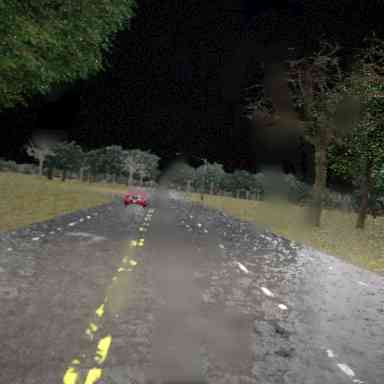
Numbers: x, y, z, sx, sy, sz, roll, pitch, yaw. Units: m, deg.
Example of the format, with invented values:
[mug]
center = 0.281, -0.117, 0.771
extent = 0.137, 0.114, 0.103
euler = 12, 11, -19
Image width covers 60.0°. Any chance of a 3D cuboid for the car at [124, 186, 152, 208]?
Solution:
[car]
center = -5.741, 0.492, 34.801
extent = 2.150, 2.045, 5.566
euler = 6, 0, -5
